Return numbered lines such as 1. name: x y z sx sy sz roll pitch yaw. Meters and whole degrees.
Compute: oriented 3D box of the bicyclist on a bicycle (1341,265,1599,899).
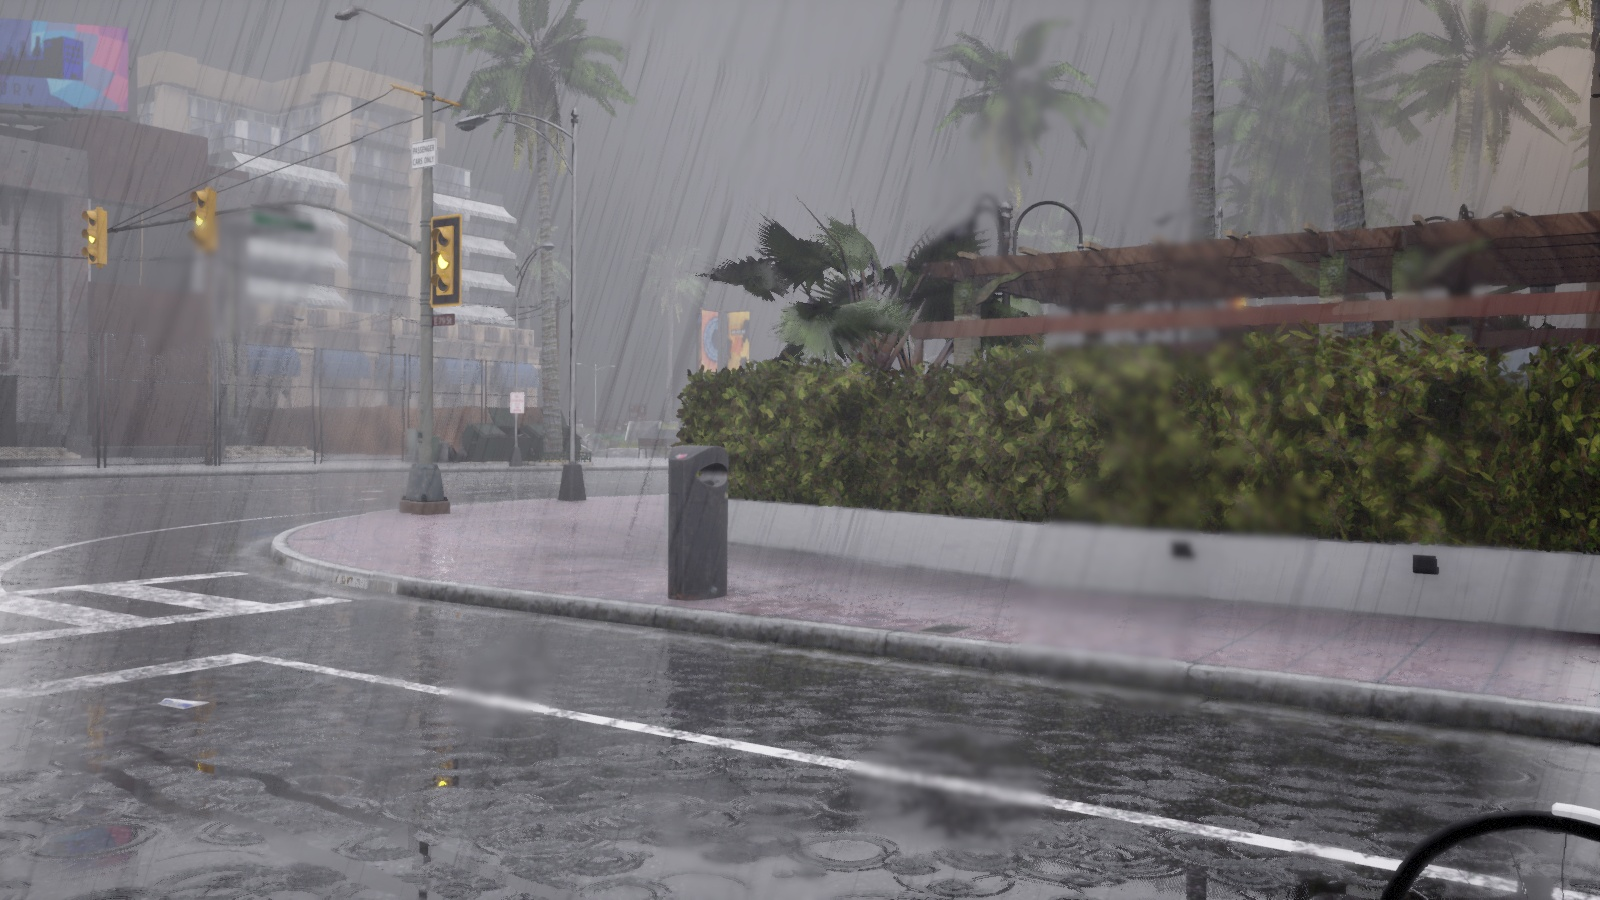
1. bicyclist on a bicycle: 2.029 0.553 2.267 1.843 1.776 0.659 0 1 34
